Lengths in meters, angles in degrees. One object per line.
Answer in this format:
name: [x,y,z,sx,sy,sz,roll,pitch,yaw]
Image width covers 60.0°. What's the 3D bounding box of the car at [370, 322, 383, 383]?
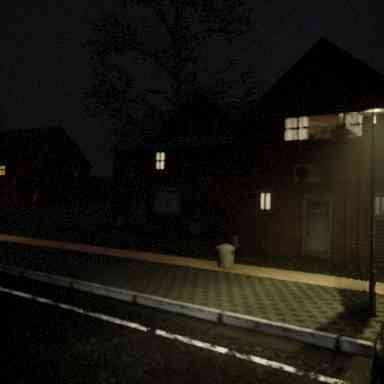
car: [4.164,1.320,1.886,5.566,2.045,2.150,0,-1,32]
